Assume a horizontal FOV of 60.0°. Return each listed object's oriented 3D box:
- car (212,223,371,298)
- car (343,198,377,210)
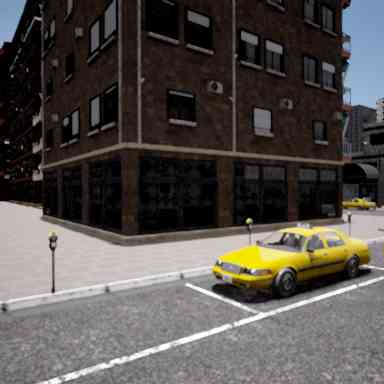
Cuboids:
[{"bbox_3d":[2.708,1.513,8.504,4.829,1.417,1.752,0,0,-36],"label":"car"},{"bbox_3d":[19.360,1.402,39.737,1.752,1.417,4.829,0,0,-35],"label":"car"}]
